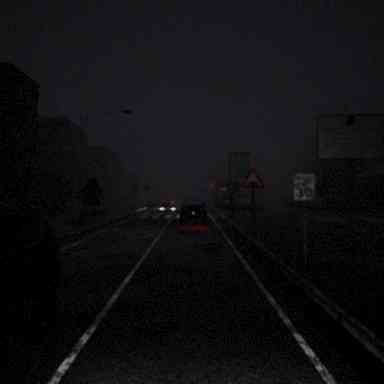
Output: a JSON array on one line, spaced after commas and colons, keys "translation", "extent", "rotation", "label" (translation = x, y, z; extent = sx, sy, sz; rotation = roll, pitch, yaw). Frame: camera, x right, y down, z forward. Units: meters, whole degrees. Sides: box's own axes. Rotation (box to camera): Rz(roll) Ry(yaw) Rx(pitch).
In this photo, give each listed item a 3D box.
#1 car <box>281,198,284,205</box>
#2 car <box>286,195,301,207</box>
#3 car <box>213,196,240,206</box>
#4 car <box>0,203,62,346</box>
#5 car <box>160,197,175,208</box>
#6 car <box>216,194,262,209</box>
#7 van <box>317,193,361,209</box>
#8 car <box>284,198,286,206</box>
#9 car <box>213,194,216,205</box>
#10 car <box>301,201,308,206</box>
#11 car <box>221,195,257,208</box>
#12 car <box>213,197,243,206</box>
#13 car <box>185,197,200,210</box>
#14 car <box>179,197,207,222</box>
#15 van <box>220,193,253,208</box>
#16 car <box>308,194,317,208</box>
[{"translation": [18.368, 1.403, 58.002], "extent": [5.566, 2.045, 2.435], "rotation": [0, -1, -1], "label": "car"}, {"translation": [18.436, 1.274, 52.542], "extent": [5.566, 2.045, 2.435], "rotation": [0, -1, -1], "label": "car"}, {"translation": [6.133, 1.576, 60.015], "extent": [4.553, 1.767, 2.185], "rotation": [0, -1, -1], "label": "car"}, {"translation": [-3.350, 1.201, 3.645], "extent": [2.150, 2.045, 5.566], "rotation": [0, 0, 0], "label": "car"}, {"translation": [-3.374, 1.431, 46.959], "extent": [1.882, 1.535, 5.008], "rotation": [0, -1, 0], "label": "car"}, {"translation": [6.095, 1.357, 41.916], "extent": [5.366, 1.575, 1.946], "rotation": [0, -1, 0], "label": "car"}, {"translation": [18.436, 1.130, 41.368], "extent": [4.442, 1.987, 1.878], "rotation": [0, -1, 0], "label": "van"}, {"translation": [18.423, 1.591, 55.328], "extent": [4.892, 1.521, 2.231], "rotation": [0, -1, -1], "label": "car"}, {"translation": [6.205, 1.305, 54.067], "extent": [5.566, 2.045, 2.435], "rotation": [0, -1, -1], "label": "car"}, {"translation": [18.695, 1.422, 46.823], "extent": [5.366, 1.575, 1.946], "rotation": [0, -1, 0], "label": "car"}, {"translation": [6.288, 1.268, 44.837], "extent": [4.553, 1.767, 2.185], "rotation": [0, -1, 0], "label": "car"}, {"translation": [6.144, 1.627, 56.977], "extent": [5.008, 1.535, 2.097], "rotation": [0, -1, -1], "label": "car"}, {"translation": [0.071, 1.385, 41.595], "extent": [1.837, 1.490, 4.892], "rotation": [0, 0, 0], "label": "car"}, {"translation": [0.106, 1.294, 24.360], "extent": [1.882, 1.535, 5.008], "rotation": [0, -1, 0], "label": "car"}, {"translation": [6.349, 1.215, 47.876], "extent": [4.442, 1.987, 1.878], "rotation": [0, -1, 0], "label": "van"}, {"translation": [18.716, 1.385, 44.162], "extent": [5.366, 1.575, 1.946], "rotation": [0, -1, 0], "label": "car"}]
